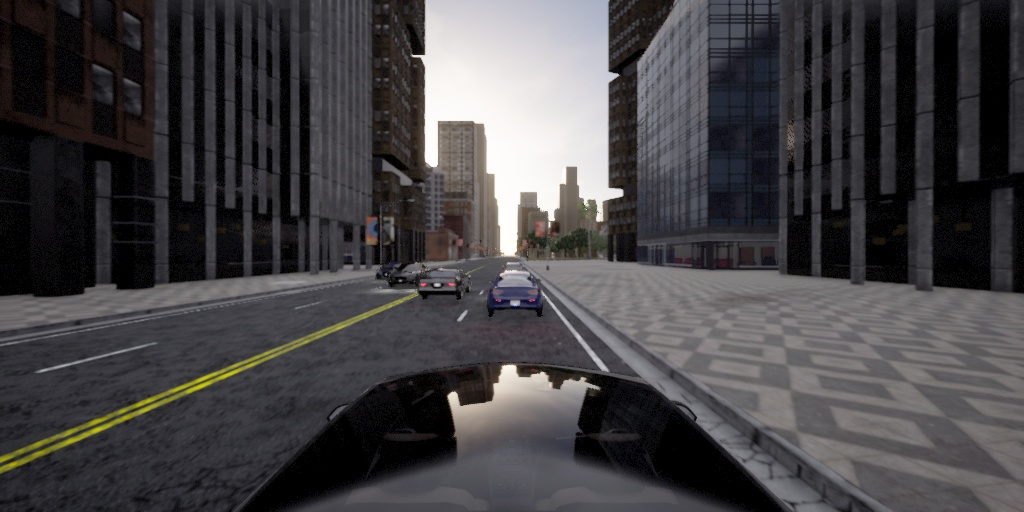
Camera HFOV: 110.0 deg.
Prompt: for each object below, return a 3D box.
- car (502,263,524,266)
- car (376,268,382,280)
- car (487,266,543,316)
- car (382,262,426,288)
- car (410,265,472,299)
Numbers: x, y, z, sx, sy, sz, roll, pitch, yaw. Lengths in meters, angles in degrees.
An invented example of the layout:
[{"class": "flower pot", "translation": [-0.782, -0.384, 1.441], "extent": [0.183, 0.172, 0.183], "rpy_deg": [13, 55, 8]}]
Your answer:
[{"class": "car", "translation": [0.093, 1.233, 30.059], "extent": [1.994, 1.385, 4.181], "rpy_deg": [0, 0, 0]}, {"class": "car", "translation": [-9.834, 1.232, 30.110], "extent": [1.994, 1.385, 4.181], "rpy_deg": [0, 0, 0]}, {"class": "car", "translation": [0.098, 1.253, 13.219], "extent": [1.812, 1.442, 4.674], "rpy_deg": [0, 0, 0]}, {"class": "car", "translation": [-6.599, 1.199, 23.614], "extent": [1.837, 1.490, 4.892], "rpy_deg": [0, 0, 0]}, {"class": "car", "translation": [-3.155, 1.263, 17.652], "extent": [2.033, 1.411, 5.357], "rpy_deg": [0, 0, 0]}]
